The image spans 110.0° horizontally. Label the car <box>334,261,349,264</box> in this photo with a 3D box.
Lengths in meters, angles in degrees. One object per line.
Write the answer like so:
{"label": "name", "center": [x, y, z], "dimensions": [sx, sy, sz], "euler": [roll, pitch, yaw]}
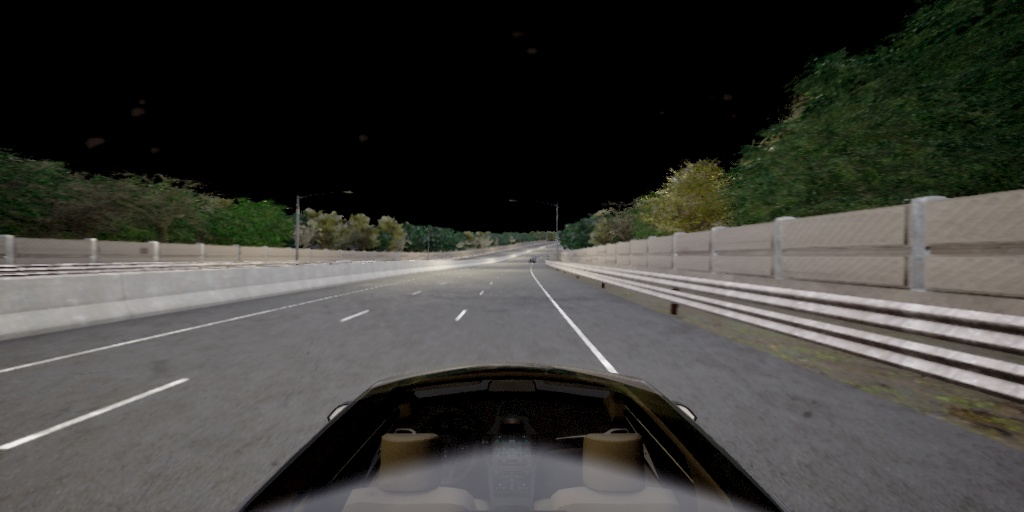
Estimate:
{"label": "car", "center": [-23.633, 1.351, 49.959], "dimensions": [1.994, 1.385, 4.181], "euler": [0, 0, 3]}

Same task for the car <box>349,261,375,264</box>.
{"label": "car", "center": [-20.139, 1.402, 49.782], "dimensions": [1.895, 1.301, 4.718], "euler": [0, 0, 3]}
